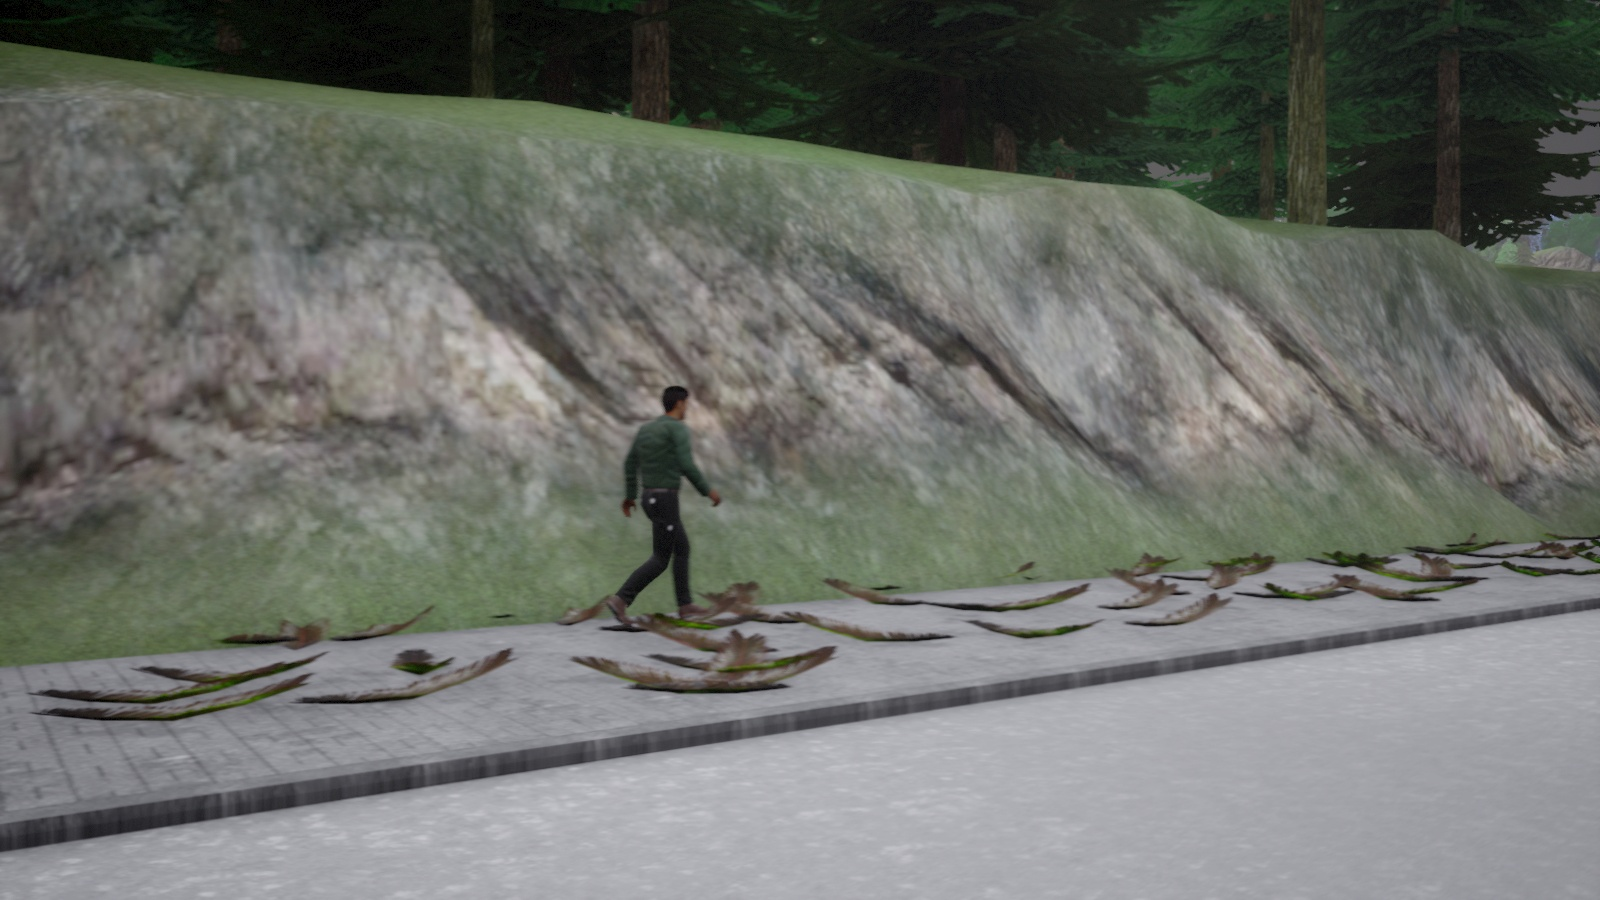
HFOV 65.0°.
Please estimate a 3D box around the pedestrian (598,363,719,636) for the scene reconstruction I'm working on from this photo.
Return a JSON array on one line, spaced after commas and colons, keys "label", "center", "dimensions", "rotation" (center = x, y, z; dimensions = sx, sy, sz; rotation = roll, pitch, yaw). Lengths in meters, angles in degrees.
[{"label": "pedestrian", "center": [-1.054, 0.352, 9.366], "dimensions": [0.788, 1.949, 0.423], "rotation": [0, 0, -37]}]
